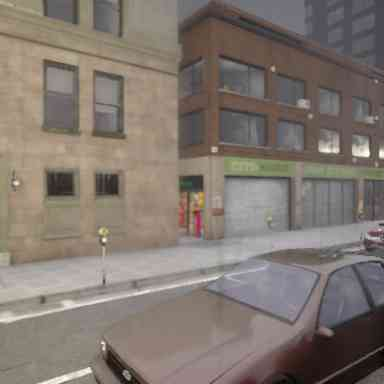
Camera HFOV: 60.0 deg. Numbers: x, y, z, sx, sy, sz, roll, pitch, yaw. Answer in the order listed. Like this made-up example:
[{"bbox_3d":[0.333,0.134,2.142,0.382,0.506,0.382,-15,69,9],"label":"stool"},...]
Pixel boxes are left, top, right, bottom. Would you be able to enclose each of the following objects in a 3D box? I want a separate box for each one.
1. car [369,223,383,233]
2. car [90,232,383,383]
[{"bbox_3d":[8.122,1.528,12.442,4.206,1.307,1.802,0,0,-35],"label":"car"},{"bbox_3d":[1.529,1.534,4.453,5.357,1.411,2.033,0,0,-35],"label":"car"}]
